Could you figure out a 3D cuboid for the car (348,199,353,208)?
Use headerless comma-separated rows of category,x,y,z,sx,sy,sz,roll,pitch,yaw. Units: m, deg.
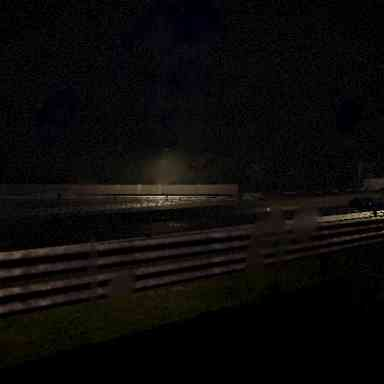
car,23.777,1.412,46.055,4.892,1.490,1.837,-3,2,-26

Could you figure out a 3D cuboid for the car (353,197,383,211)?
car,23.091,1.400,41.848,4.553,1.767,2.097,-3,2,-26
